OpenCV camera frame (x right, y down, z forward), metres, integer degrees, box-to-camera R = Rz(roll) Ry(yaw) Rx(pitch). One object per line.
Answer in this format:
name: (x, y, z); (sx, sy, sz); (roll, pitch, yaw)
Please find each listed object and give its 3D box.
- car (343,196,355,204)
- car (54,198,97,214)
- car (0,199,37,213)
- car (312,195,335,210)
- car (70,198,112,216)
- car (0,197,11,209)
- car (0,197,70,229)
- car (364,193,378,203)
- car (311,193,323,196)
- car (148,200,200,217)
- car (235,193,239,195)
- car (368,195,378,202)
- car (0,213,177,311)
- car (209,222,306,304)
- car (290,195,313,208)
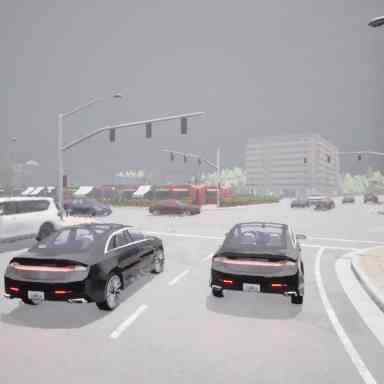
car: (31.139, 1.520, 65.988); (2.128, 1.511, 4.902); (0, 0, 31)
car: (-13.331, 1.533, 37.842); (5.008, 1.535, 1.882); (0, 0, 32)
car: (-20.145, 1.546, 37.953); (4.902, 1.511, 2.128); (0, 0, 32)
car: (17.313, 1.525, 43.204); (1.812, 1.442, 4.674); (0, 0, 32)
car: (-9.696, 1.407, 31.415); (4.553, 1.767, 2.097); (0, 0, 32)
car: (-27.920, 1.533, 46.911); (5.008, 1.535, 1.882); (1, 0, 32)
car: (-7.651, 1.222, 13.059); (2.150, 2.045, 5.566); (0, 0, 19)
car: (36.645, 1.225, 68.314); (2.150, 2.045, 5.566); (0, 0, 31)
car: (21.106, 1.221, 56.454); (2.150, 2.045, 5.566); (0, 0, 31)
car: (-1.694, 1.524, 31.592); (5.008, 1.535, 1.882); (0, 0, 19)
car: (11.184, 1.209, 88.562); (4.605, 1.855, 1.932); (0, 0, 32)
car: (42.163, 1.524, 77.348); (1.812, 1.442, 4.674); (0, 0, 31)
car: (-2.071, 1.492, 7.862); (2.128, 1.511, 4.902); (0, 0, 12)
car: (1.746, 1.492, 8.255); (2.128, 1.511, 4.902); (0, 0, 16)
car: (15.485, 1.547, 47.290); (2.033, 1.411, 5.357); (0, 0, 31)
